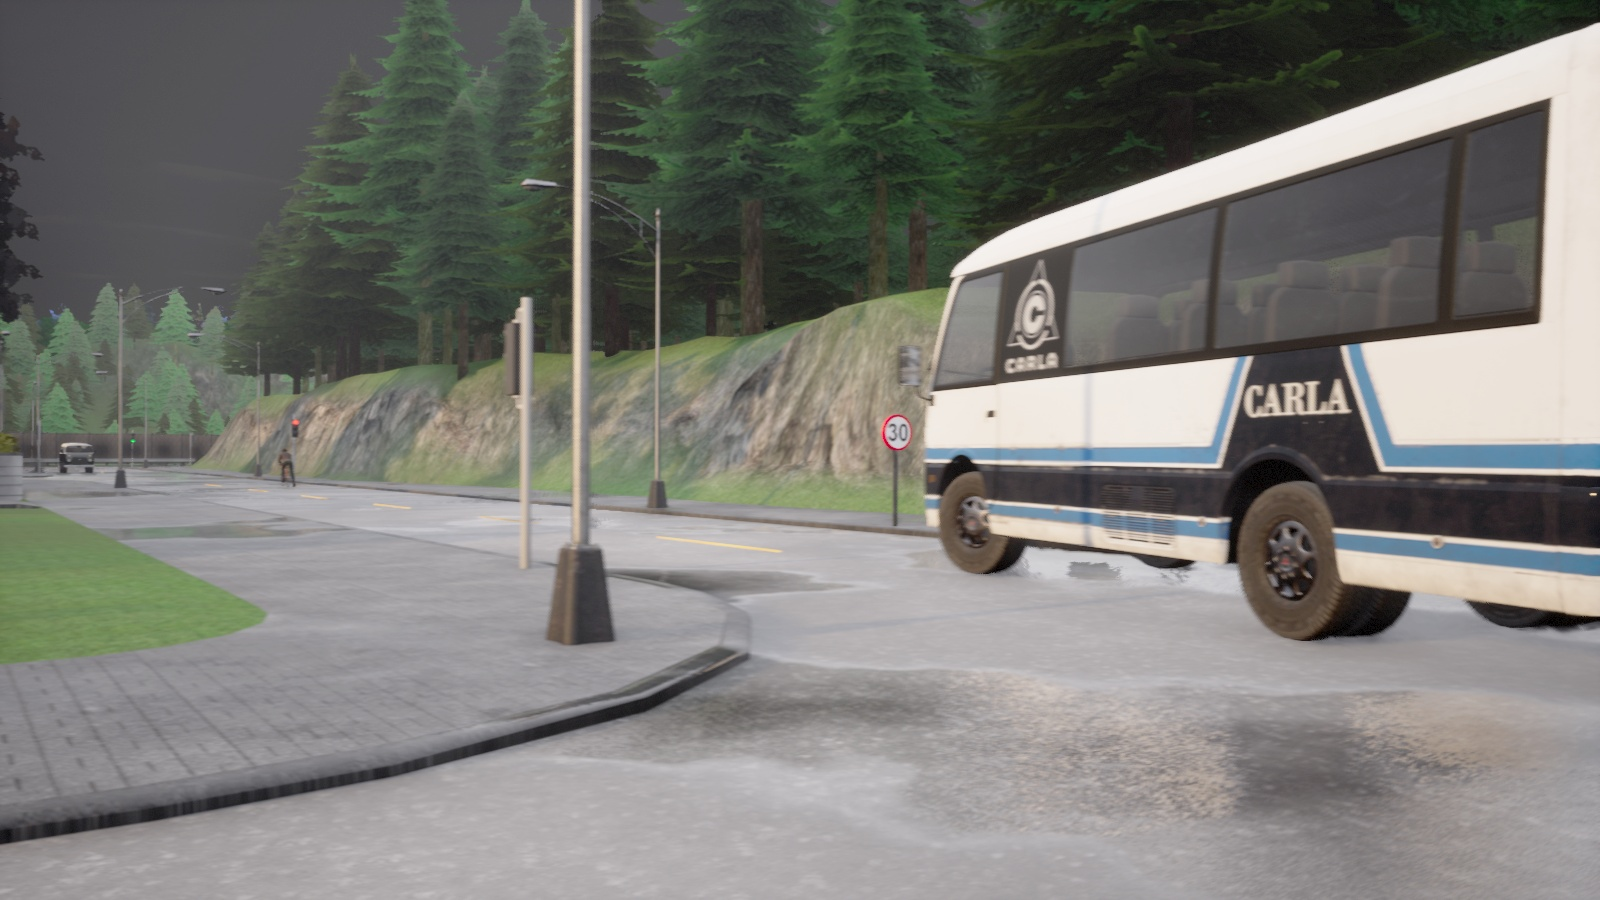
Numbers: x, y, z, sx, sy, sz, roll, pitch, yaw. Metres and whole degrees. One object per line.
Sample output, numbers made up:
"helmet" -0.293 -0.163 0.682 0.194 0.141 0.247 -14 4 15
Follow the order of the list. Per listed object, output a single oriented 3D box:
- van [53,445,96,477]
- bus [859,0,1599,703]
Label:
"van" -48.538 0.730 83.952 2.069 2.038 4.480 0 0 -35
"bus" 4.320 -0.613 12.916 3.944 4.253 10.273 0 0 -19
